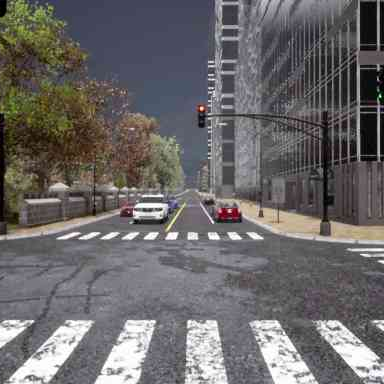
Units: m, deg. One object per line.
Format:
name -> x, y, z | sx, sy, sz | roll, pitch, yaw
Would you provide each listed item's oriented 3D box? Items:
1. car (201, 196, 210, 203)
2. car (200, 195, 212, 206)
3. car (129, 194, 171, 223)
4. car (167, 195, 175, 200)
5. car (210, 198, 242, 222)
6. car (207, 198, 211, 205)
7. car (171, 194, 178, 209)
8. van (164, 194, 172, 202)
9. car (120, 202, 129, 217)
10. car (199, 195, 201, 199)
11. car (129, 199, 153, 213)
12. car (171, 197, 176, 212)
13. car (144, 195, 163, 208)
car -> 2.841, 1.506, 71.664 | 1.752, 1.417, 4.829 | 0, 0, 0
car -> 2.805, 1.564, 54.447 | 1.947, 1.339, 4.313 | 0, 0, 0
car -> -3.050, 1.223, 25.521 | 2.150, 2.045, 5.566 | 0, 0, 0
car -> -5.504, 1.531, 88.569 | 1.802, 1.307, 4.206 | 0, 0, 0
car -> 2.746, 1.442, 26.042 | 1.967, 1.590, 4.097 | 0, 0, 0
car -> 2.757, 1.568, 31.722 | 1.947, 1.339, 4.313 | 0, 0, 0
car -> -2.994, 1.354, 45.885 | 2.097, 1.767, 4.553 | 0, 0, 0
van -> -5.527, 1.313, 77.202 | 1.690, 1.788, 3.998 | 0, 0, 0
car -> -5.624, 1.547, 31.737 | 1.887, 1.381, 4.507 | 0, 0, 0
car -> 2.817, 1.434, 60.128 | 1.967, 1.590, 4.097 | 0, 0, 0
car -> -5.612, 1.553, 37.420 | 2.008, 1.369, 4.403 | 0, 0, 0
car -> -3.024, 1.528, 35.675 | 1.812, 1.442, 4.674 | 0, 0, 0
car -> -5.587, 1.316, 48.786 | 2.192, 1.841, 5.009 | 0, 0, 0
